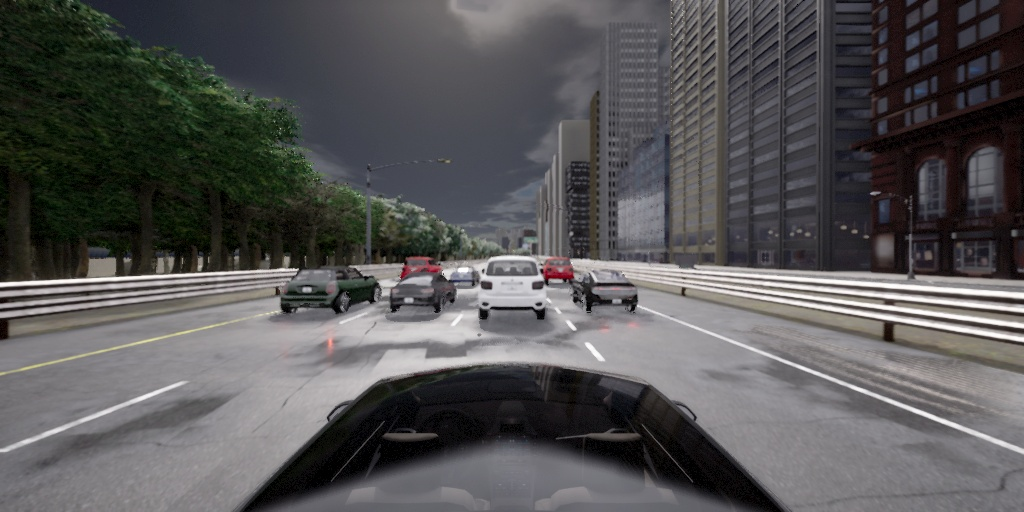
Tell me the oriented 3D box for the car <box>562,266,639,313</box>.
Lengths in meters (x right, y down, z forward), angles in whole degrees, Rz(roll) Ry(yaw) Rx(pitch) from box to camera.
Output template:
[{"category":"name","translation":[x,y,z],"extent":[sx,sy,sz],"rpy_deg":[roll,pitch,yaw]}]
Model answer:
[{"category":"car","translation":[3.538,1.321,14.441],"extent":[2.128,1.511,4.902],"rpy_deg":[0,0,0]}]

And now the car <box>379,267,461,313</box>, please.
[{"category":"car","translation":[-3.460,1.356,14.457],"extent":[1.812,1.442,4.674],"rpy_deg":[0,0,1]}]

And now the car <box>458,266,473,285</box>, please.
[{"category":"car","translation":[-3.506,1.467,27.288],"extent":[2.033,1.411,5.357],"rpy_deg":[0,0,0]}]

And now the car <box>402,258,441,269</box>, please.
[{"category":"car","translation":[-6.998,1.150,28.330],"extent":[2.150,2.045,5.566],"rpy_deg":[0,0,0]}]

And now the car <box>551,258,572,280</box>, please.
[{"category":"car","translation":[3.502,1.149,28.363],"extent":[2.150,2.045,5.566],"rpy_deg":[0,0,0]}]

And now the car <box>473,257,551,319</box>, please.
[{"category":"car","translation":[0.027,1.045,13.291],"extent":[2.150,2.045,5.566],"rpy_deg":[0,0,0]}]

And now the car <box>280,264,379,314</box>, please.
[{"category":"car","translation":[-6.961,1.180,14.333],"extent":[2.097,1.767,4.553],"rpy_deg":[0,0,0]}]
